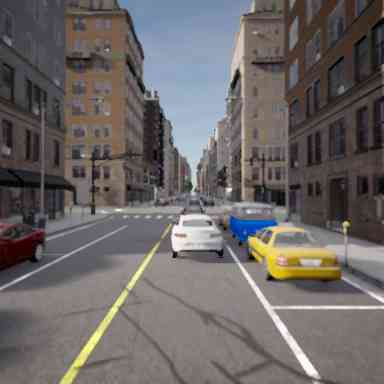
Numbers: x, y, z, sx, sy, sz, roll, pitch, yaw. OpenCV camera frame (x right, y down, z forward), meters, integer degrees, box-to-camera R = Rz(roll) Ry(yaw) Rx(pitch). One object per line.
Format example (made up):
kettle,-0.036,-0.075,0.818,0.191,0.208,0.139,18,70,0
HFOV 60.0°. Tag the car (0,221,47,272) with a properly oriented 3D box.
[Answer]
car,-5.849,1.581,9.635,1.887,1.381,4.507,1,0,0

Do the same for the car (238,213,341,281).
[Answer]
car,2.677,1.562,9.801,1.752,1.417,4.829,1,0,0

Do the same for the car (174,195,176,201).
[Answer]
car,-5.317,1.813,75.333,1.887,1.381,4.507,1,0,1

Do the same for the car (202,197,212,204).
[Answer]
car,3.136,1.799,69.702,2.008,1.369,4.403,1,0,1

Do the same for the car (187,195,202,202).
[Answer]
car,0.419,1.737,58.682,1.812,1.442,4.674,0,0,1

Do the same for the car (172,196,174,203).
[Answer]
car,-5.388,1.800,69.804,2.008,1.369,4.403,1,0,1

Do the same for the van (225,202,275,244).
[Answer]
van,2.679,1.398,15.305,1.690,1.788,3.998,1,0,0

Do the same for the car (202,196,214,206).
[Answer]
car,2.994,1.776,58.641,1.947,1.339,4.313,1,0,1

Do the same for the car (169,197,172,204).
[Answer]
car,-5.460,1.797,64.275,1.947,1.339,4.313,1,0,1

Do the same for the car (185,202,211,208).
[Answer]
car,0.093,1.650,23.486,1.994,1.385,4.181,0,0,0

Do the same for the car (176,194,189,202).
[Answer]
car,-2.378,1.844,82.225,1.994,1.385,4.181,0,0,1

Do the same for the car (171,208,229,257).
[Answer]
car,0.151,1.574,13.063,1.812,1.442,4.674,0,0,-2

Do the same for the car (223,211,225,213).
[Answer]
car,2.678,1.603,21.148,1.752,1.417,4.829,1,0,0

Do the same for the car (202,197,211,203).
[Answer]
car,3.208,1.811,75.232,1.887,1.381,4.507,1,0,1

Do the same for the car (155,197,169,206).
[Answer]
car,-5.531,1.794,58.747,1.802,1.307,4.206,1,0,1
